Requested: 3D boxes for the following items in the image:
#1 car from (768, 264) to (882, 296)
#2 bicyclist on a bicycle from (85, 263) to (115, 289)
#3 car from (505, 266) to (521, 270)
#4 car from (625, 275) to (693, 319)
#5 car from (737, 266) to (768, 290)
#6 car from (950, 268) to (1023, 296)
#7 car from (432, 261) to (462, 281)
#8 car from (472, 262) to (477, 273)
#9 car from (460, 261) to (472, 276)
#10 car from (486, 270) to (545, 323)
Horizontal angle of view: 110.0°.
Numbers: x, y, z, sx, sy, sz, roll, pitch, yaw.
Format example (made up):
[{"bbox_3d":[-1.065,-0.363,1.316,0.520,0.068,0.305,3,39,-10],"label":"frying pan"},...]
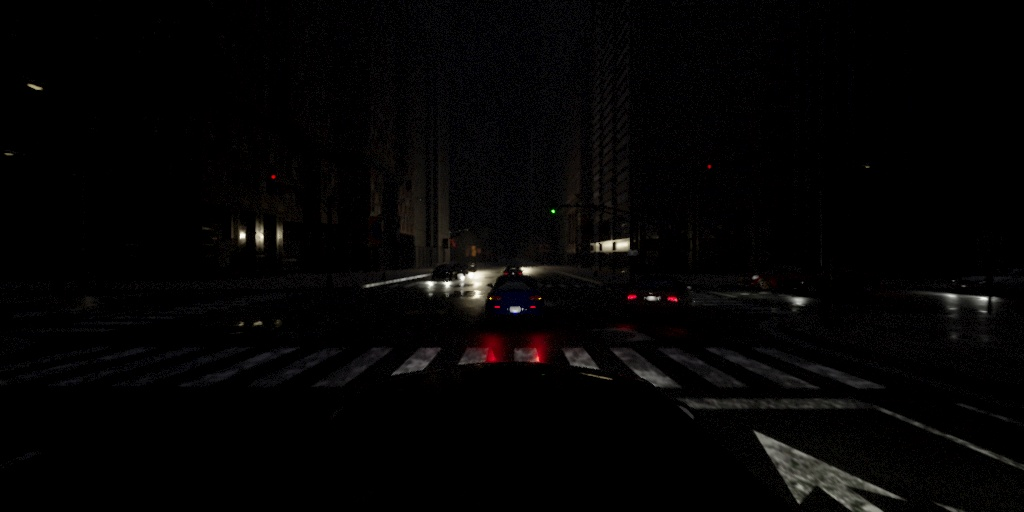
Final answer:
[{"bbox_3d":[17.708,1.366,20.162,5.008,1.535,1.882,0,0,0],"label":"car"},{"bbox_3d":[-25.893,1.243,22.563,0.582,1.620,1.656,0,1,0],"label":"bicyclist on a bicycle"},{"bbox_3d":[0.093,1.623,33.486,2.033,1.411,5.357,0,-1,0],"label":"car"},{"bbox_3d":[5.611,1.434,13.517,2.033,1.411,5.357,0,-1,29],"label":"car"},{"bbox_3d":[16.677,1.318,22.834,4.097,1.591,1.967,0,0,0],"label":"car"},{"bbox_3d":[27.647,1.402,20.093,4.674,1.442,1.812,0,0,0],"label":"car"},{"bbox_3d":[-6.586,1.575,35.539,1.882,1.535,5.008,0,-1,1],"label":"car"},{"bbox_3d":[-6.509,1.799,55.424,2.128,1.511,4.902,0,-1,0],"label":"car"},{"bbox_3d":[-6.555,1.702,45.042,1.837,1.490,4.892,0,-1,0],"label":"car"},{"bbox_3d":[0.098,1.385,12.537,1.812,1.442,4.674,0,-1,0],"label":"car"}]
